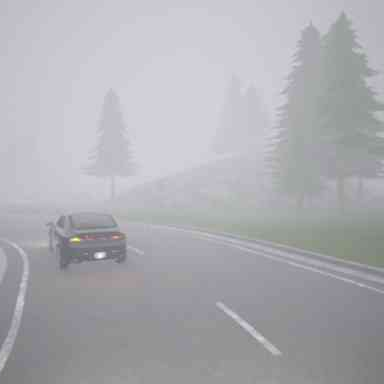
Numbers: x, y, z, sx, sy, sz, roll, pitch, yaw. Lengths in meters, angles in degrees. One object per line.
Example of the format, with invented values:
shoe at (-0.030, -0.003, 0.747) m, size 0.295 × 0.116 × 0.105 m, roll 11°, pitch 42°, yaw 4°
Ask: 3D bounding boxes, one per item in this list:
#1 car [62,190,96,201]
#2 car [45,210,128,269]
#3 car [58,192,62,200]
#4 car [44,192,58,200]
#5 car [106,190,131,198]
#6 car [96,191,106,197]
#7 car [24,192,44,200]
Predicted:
car at (-19.960, 0.579, 58.863) m, size 2.097 × 1.767 × 4.553 m, roll 0°, pitch 1°, yaw 31°
car at (-3.508, 1.361, 10.817) m, size 1.837 × 1.490 × 4.892 m, roll -1°, pitch 1°, yaw -27°
car at (-21.814, 0.731, 62.536) m, size 2.033 × 1.411 × 5.357 m, roll 0°, pitch 1°, yaw 31°
car at (-24.996, 0.729, 64.012) m, size 2.033 × 1.411 × 5.357 m, roll 0°, pitch 1°, yaw 31°
car at (-17.083, 0.503, 77.351) m, size 1.895 × 1.301 × 4.718 m, roll 0°, pitch 1°, yaw 31°
car at (-21.430, 0.464, 76.882) m, size 2.128 × 1.511 × 4.902 m, roll 0°, pitch 1°, yaw 31°
car at (-29.447, 0.711, 63.368) m, size 1.882 × 1.535 × 5.008 m, roll 0°, pitch 1°, yaw 31°
